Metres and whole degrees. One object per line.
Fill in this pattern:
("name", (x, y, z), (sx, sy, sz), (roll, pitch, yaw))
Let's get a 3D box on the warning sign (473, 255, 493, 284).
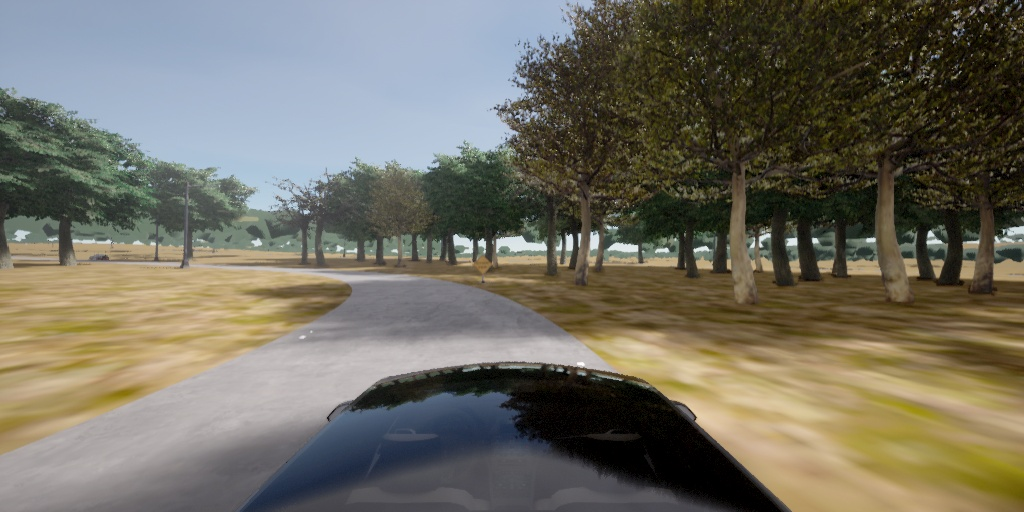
("warning sign", (-1.867, 0.845, 22.987), (1.300, 1.860, 1.060), (0, 0, -24))
